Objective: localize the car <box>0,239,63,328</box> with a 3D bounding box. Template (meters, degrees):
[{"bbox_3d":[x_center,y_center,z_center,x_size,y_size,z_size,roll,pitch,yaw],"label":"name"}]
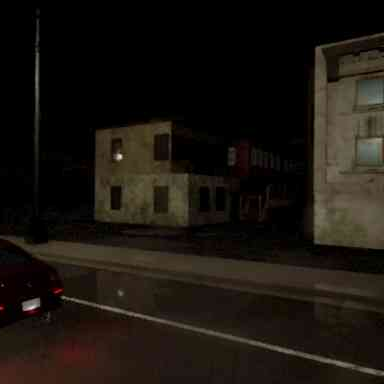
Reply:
[{"bbox_3d":[-4.457,1.599,6.358,4.674,1.442,1.812,-1,-1,31],"label":"car"}]
